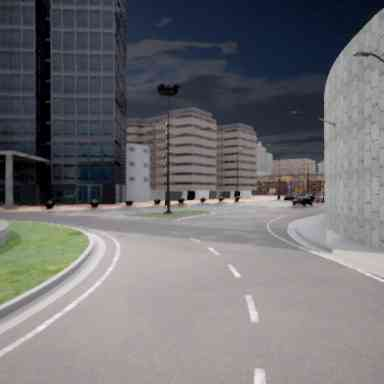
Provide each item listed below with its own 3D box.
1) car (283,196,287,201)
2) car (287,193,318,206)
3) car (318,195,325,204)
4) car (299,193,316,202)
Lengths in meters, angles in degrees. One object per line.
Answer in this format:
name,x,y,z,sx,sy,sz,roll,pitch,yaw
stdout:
car,22.072,1.317,73.817,2.033,1.411,5.357,0,0,38
car,16.666,1.336,49.948,2.128,1.511,4.902,0,0,38
car,23.318,1.333,58.405,1.812,1.442,4.674,0,0,38
car,24.842,1.129,71.678,2.097,1.767,4.553,0,0,38
